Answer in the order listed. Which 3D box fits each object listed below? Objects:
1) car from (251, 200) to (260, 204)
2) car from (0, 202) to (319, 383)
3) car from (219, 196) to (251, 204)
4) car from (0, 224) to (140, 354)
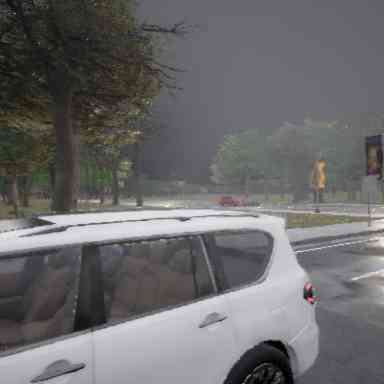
[{"bbox_3d":[9.673,1.911,59.156,2.033,1.411,5.357,-2,0,-34],"label":"car"},{"bbox_3d":[-1.263,1.222,2.784,5.566,2.045,2.150,0,0,-35],"label":"car"},{"bbox_3d":[7.013,1.654,57.250,2.150,2.045,5.566,-2,0,-34],"label":"car"},{"bbox_3d":[-3.508,1.478,5.174,5.008,1.535,1.882,0,0,-35],"label":"car"}]
